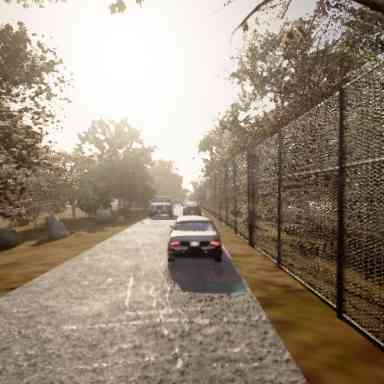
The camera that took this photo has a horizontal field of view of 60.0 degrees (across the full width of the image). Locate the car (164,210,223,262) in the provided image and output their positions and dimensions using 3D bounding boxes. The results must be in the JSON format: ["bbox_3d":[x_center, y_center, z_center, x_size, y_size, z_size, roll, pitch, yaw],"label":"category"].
[{"bbox_3d":[0.081,1.611,12.412,2.033,1.411,5.357,0,0,0],"label":"car"}]

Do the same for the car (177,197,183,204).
[{"bbox_3d":[-3.145,2.074,73.364,2.150,2.045,5.566,0,-2,-1],"label":"car"}]

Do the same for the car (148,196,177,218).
[{"bbox_3d":[-2.942,1.411,32.682,2.150,2.045,5.566,0,0,-1],"label":"car"}]

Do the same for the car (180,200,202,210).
[{"bbox_3d":[0.011,1.729,33.649,1.812,1.442,4.674,0,-1,0],"label":"car"}]
